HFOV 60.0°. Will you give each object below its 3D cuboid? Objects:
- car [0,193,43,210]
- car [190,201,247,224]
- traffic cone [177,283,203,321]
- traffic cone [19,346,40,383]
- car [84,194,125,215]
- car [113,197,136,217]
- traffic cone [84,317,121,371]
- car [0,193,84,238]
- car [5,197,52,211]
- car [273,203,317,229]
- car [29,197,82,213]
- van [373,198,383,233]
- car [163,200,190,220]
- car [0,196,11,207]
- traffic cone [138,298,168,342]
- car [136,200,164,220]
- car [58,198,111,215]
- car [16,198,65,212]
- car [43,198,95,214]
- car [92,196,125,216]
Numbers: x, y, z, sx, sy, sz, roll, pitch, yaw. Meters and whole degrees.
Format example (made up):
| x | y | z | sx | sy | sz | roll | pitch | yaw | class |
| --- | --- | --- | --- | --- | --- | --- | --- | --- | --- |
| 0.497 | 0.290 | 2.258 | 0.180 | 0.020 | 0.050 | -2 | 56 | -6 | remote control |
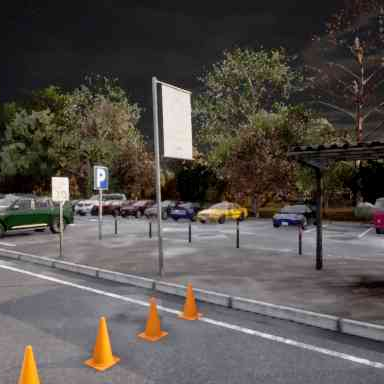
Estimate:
| x | y | z | sx | sy | sz | roll | pitch | yaw | class |
| --- | --- | --- | --- | --- | --- | --- | --- | --- | --- |
| -22.514 | 1.153 | 42.858 | 2.435 | 2.045 | 5.566 | 0 | 0 | 35 | car |
| 2.372 | 1.475 | 25.162 | 1.946 | 1.575 | 5.366 | 0 | 0 | 35 | car |
| -0.032 | 1.957 | 6.030 | 0.340 | 0.580 | 0.340 | 0 | 0 | 36 | traffic cone |
| -1.758 | 1.957 | 3.582 | 0.340 | 0.580 | 0.340 | 0 | 0 | 35 | traffic cone |
| -8.889 | 1.212 | 33.274 | 2.435 | 2.045 | 5.566 | 0 | 0 | 35 | car |
| -4.328 | 1.469 | 30.108 | 2.097 | 1.535 | 5.008 | 0 | 0 | 35 | car |
| -1.182 | 1.957 | 4.398 | 0.340 | 0.580 | 0.340 | 0 | 0 | 35 | traffic cone |
| -8.890 | 1.221 | 17.285 | 2.435 | 2.045 | 5.566 | 0 | 0 | 35 | car |
| -20.213 | 1.452 | 41.309 | 2.163 | 1.488 | 4.792 | 0 | 0 | 35 | car |
| 7.004 | 1.513 | 22.096 | 2.163 | 1.488 | 4.792 | 0 | 0 | 35 | car |
| -15.579 | 1.444 | 38.241 | 1.946 | 1.575 | 5.366 | 0 | 0 | 35 | car |
| 11.627 | 1.264 | 19.022 | 1.878 | 1.987 | 4.442 | 0 | 0 | 35 | van |
| 0.226 | 1.504 | 26.935 | 2.163 | 1.488 | 4.792 | 0 | 0 | 35 | car |
| -29.203 | 1.332 | 47.825 | 1.946 | 1.575 | 5.366 | 1 | 0 | 35 | car |
| -0.607 | 1.957 | 5.214 | 0.340 | 0.580 | 0.340 | 0 | 0 | 35 | traffic cone |
| -2.057 | 1.473 | 28.512 | 2.231 | 1.521 | 4.892 | 0 | 0 | 35 | car |
| -11.145 | 1.461 | 34.889 | 2.231 | 1.521 | 4.892 | 0 | 0 | 35 | car |
| -17.970 | 1.468 | 39.660 | 2.163 | 1.488 | 4.792 | 0 | 0 | 35 | car |
| -13.417 | 1.455 | 36.488 | 2.097 | 1.535 | 5.008 | 0 | 0 | 35 | car |
| -6.599 | 1.466 | 31.705 | 2.097 | 1.535 | 5.008 | 0 | 0 | 35 | car |
